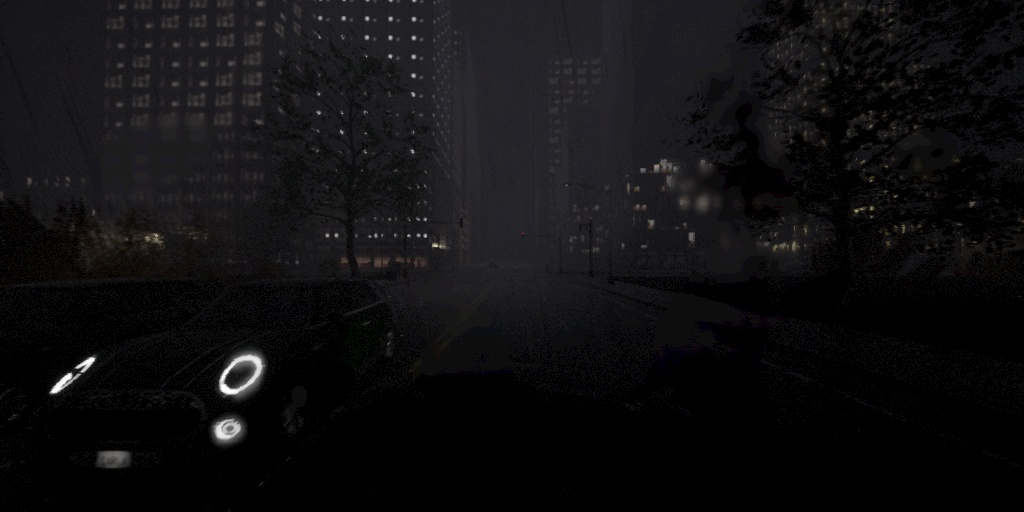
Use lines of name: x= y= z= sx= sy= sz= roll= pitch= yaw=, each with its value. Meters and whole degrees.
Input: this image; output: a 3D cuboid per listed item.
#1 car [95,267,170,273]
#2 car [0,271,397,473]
car: x=-6.601 y=1.141 z=5.269 sx=2.097 sy=1.767 sz=4.553 roll=0 pitch=-1 yaw=0
car: x=-3.351 y=1.141 z=5.267 sx=2.097 sy=1.767 sz=4.553 roll=0 pitch=-1 yaw=0
